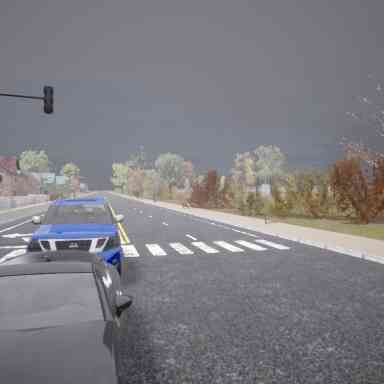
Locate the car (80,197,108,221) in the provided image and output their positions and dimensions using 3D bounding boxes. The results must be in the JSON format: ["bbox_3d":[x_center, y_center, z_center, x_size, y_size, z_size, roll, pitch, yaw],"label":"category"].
[{"bbox_3d":[-8.077,1.338,27.595,2.097,1.767,4.553,0,0,-15],"label":"car"}]

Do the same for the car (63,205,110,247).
[{"bbox_3d":[-4.986,1.499,16.106,1.837,1.490,4.892,0,0,-15],"label":"car"}]

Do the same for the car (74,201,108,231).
[{"bbox_3d":[-6.535,1.468,21.856,1.882,1.535,5.008,0,0,-15],"label":"car"}]

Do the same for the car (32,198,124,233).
[{"bbox_3d":[-3.348,1.218,10.028,2.150,2.045,5.566,0,0,-15],"label":"car"}]

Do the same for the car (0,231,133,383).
[{"bbox_3d":[-1.729,1.524,3.934,1.812,1.442,4.674,0,0,-13],"label":"car"}]
